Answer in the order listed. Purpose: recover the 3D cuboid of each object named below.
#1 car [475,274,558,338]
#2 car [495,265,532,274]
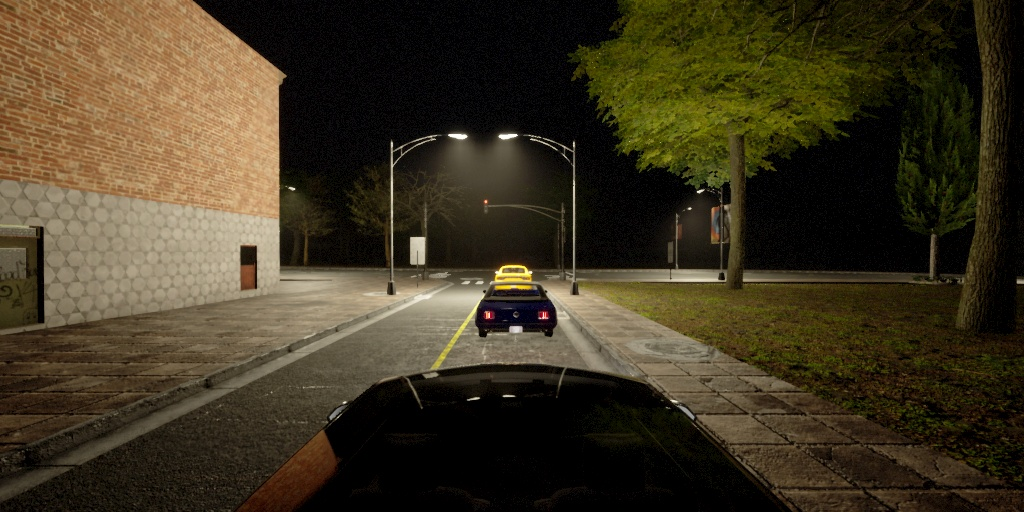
[{"bbox_3d":[0.093,1.356,10.230,1.895,1.301,4.718,0,0,0],"label":"car"},{"bbox_3d":[0.089,1.255,19.574,1.882,1.535,5.008,0,0,1],"label":"car"}]
